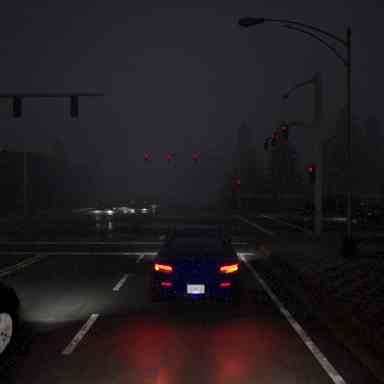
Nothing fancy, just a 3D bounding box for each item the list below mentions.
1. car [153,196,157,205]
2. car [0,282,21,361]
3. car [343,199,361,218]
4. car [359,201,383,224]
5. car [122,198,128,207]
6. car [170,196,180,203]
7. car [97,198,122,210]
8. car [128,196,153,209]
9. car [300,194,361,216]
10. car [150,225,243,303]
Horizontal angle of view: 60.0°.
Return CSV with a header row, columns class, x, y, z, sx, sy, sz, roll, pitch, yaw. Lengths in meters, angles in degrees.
class,x,y,z,sx,sy,sz,roll,pitch,yaw
car,-7.125,1.501,57.426,1.837,1.490,4.892,0,1,0
car,-3.442,1.505,2.966,1.837,1.490,4.892,0,0,0
car,15.885,1.547,27.619,5.357,1.411,2.033,0,0,0
car,14.787,1.564,23.944,4.181,1.385,1.994,0,0,0
car,-10.646,1.600,51.514,1.895,1.301,4.718,0,0,0
car,-3.479,1.477,69.609,1.882,1.535,5.008,0,0,0
car,-10.643,1.526,42.306,1.812,1.442,4.674,0,0,0
car,-7.147,1.352,46.365,2.097,1.767,4.553,0,0,0
car,13.063,1.222,31.118,5.566,2.045,2.150,0,0,0
car,0.131,1.526,8.100,1.812,1.442,4.674,0,0,2
